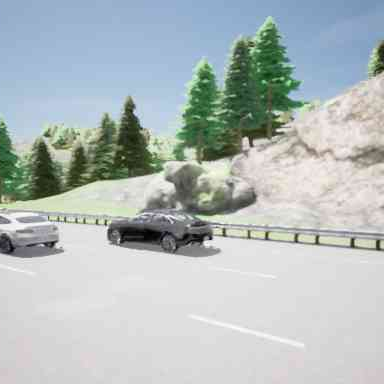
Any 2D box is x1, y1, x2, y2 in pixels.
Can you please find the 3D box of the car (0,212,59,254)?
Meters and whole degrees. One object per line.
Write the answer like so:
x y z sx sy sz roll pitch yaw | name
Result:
-7.237 1.531 13.453 4.674 1.442 1.812 0 0 35 | car

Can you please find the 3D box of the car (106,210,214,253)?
-1.444 1.495 13.619 4.902 1.511 2.128 0 0 36 | car
